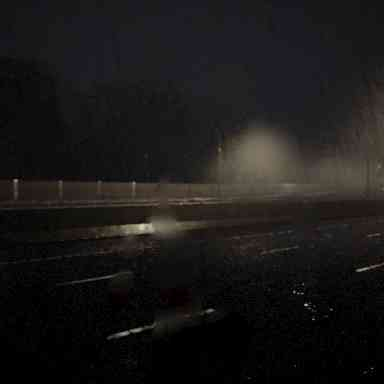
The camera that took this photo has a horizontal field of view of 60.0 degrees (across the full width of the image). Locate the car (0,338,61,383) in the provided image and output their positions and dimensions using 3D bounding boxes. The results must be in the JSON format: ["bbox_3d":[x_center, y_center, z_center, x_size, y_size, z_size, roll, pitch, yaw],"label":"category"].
[{"bbox_3d":[-3.065,1.532,1.561,4.674,1.442,1.812,0,0,-35],"label":"car"}]
